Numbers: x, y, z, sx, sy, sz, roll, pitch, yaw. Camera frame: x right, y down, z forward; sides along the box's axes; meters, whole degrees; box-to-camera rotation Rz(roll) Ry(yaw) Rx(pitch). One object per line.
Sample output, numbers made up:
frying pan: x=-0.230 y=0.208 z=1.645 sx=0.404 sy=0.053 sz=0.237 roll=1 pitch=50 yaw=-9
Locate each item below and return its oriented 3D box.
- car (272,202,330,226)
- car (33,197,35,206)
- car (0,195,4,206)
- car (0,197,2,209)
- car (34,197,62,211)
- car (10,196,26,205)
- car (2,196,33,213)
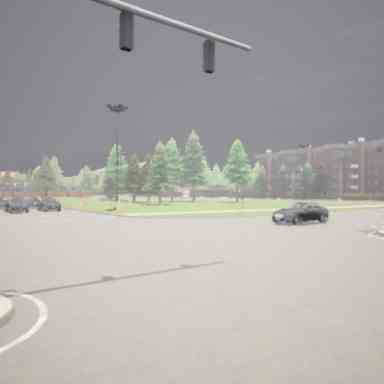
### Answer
car: x=7.713 y=1.497 z=23.495 sx=4.902 sy=1.511 sz=2.128 roll=0 pitch=0 yaw=-35
car: x=-23.018 y=1.495 z=48.035 sx=2.128 sy=1.511 sz=4.902 roll=0 pitch=0 yaw=-36
car: x=-33.259 y=1.355 z=56.254 sx=2.097 sy=1.767 sz=4.553 roll=0 pitch=0 yaw=-36
car: x=-25.809 y=1.604 z=45.916 sx=1.895 sy=1.301 sz=4.718 roll=0 pitch=0 yaw=-36
car: x=-17.098 y=1.508 z=39.895 sx=1.837 sy=1.490 sz=4.892 roll=0 pitch=0 yaw=-36
car: x=-30.845 y=1.510 z=58.899 sx=1.837 sy=1.490 sz=4.892 roll=0 pitch=0 yaw=-36
car: x=-19.833 y=1.507 z=37.700 sx=1.837 sy=1.490 sz=4.892 roll=0 pitch=0 yaw=-36
